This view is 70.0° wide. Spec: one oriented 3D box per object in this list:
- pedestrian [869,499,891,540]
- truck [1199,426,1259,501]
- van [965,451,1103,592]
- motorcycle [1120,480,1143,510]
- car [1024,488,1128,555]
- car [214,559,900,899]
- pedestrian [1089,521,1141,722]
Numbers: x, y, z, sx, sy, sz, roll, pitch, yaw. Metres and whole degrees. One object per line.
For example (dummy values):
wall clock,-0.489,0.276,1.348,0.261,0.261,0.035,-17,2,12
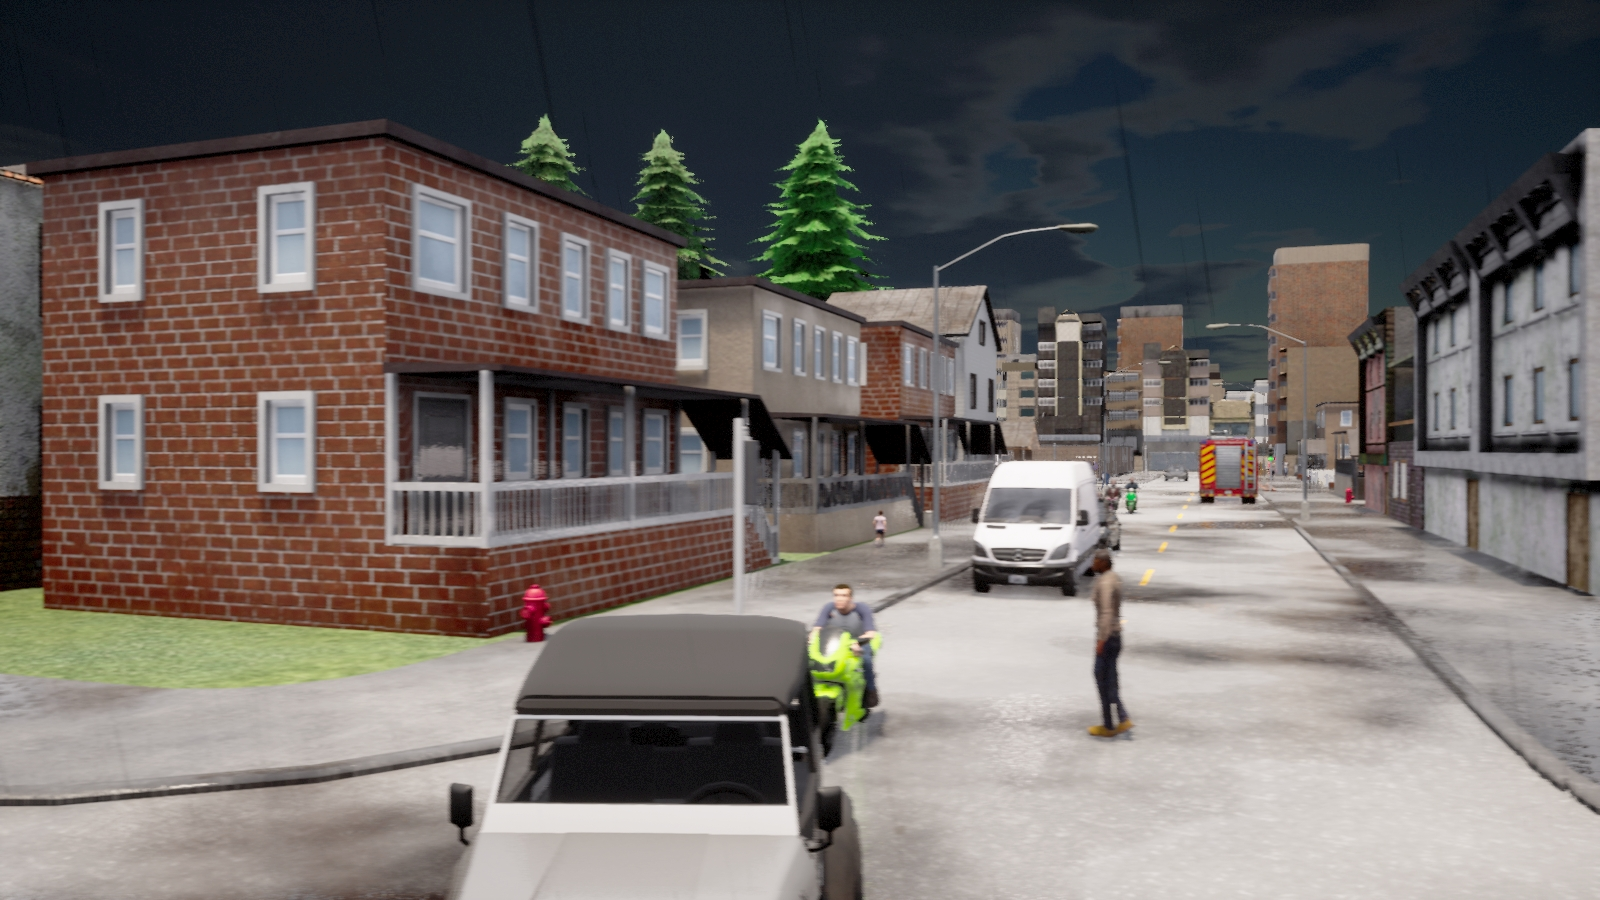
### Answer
pedestrian,2.214,1.903,31.561,0.500,1.100,0.500,0,0,18
truck,23.539,0.670,62.845,2.891,3.827,8.468,0,0,20
van,5.065,1.314,24.039,1.988,2.561,5.915,0,0,20
motorcycle,14.506,1.961,49.911,0.856,1.236,1.805,0,0,20
car,7.508,1.842,30.715,2.163,1.488,4.792,0,0,20
car,-0.639,1.634,5.102,1.905,1.878,3.866,0,1,1
pedestrian,3.038,1.628,11.025,0.375,1.860,0.375,0,0,36
